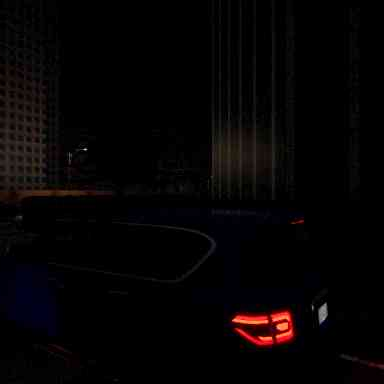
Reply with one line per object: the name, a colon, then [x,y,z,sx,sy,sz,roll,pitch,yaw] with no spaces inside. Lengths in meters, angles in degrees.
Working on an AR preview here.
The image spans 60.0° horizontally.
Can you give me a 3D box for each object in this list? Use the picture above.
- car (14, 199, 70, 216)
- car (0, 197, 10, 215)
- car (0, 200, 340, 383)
car: [-15.403,1.533,34.354,1.882,1.535,5.008,0,0,35]
car: [-20.787,1.407,32.809,2.097,1.767,4.553,0,0,35]
car: [-0.958,1.221,4.671,5.566,2.045,2.150,0,0,35]
